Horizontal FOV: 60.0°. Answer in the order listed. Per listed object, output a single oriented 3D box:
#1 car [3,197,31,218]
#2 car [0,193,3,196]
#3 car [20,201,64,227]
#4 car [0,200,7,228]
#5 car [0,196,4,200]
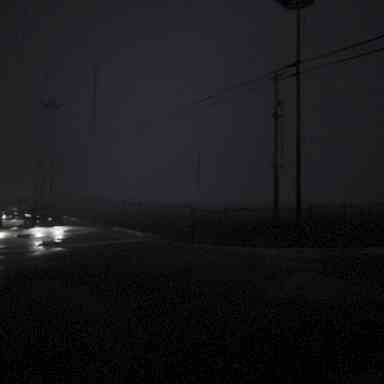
[{"bbox_3d":[-15.255,1.356,29.884,2.097,1.767,4.553,0,0,-36],"label":"car"},{"bbox_3d":[-28.191,1.229,47.853,2.150,2.045,5.566,0,0,-35],"label":"car"},{"bbox_3d":[-10.320,1.567,23.058,1.994,1.385,4.181,0,0,-36],"label":"car"},{"bbox_3d":[-13.447,1.480,21.407,1.882,1.535,5.008,0,0,-36],"label":"car"},{"bbox_3d":[-21.201,1.496,38.117,2.128,1.511,4.902,0,0,-36],"label":"car"}]
